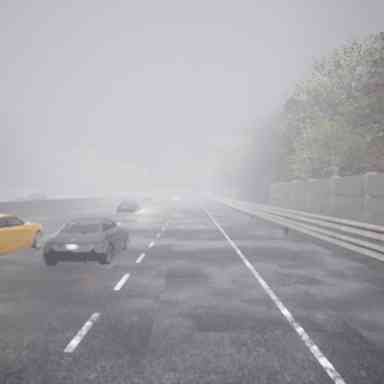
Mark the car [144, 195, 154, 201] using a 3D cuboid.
[{"bbox_3d":[-10.484,1.496,80.699,1.882,1.535,5.008,0,0,0],"label":"car"}]

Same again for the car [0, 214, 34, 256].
[{"bbox_3d":[-6.997,1.479,11.591,1.882,1.535,5.008,0,0,0],"label":"car"}]

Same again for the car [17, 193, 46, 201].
[{"bbox_3d":[-24.511,1.235,52.026,2.150,2.045,5.566,0,0,0],"label":"car"}]

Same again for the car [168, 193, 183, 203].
[{"bbox_3d":[-3.486,1.541,70.868,1.812,1.442,4.674,0,0,0],"label":"car"}]

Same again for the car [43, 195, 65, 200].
[{"bbox_3d":[-21.017,1.610,52.141,1.895,1.301,4.718,0,0,1],"label":"car"}]

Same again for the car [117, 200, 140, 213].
[{"bbox_3d":[-6.994,1.571,36.795,1.994,1.385,4.181,0,0,0],"label":"car"}]

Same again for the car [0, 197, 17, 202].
[{"bbox_3d":[-28.008,1.535,52.124,1.812,1.442,4.674,0,0,0],"label":"car"}]

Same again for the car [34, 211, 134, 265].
[{"bbox_3d":[-3.499,1.566,11.707,1.994,1.385,4.181,0,0,0],"label":"car"}]
